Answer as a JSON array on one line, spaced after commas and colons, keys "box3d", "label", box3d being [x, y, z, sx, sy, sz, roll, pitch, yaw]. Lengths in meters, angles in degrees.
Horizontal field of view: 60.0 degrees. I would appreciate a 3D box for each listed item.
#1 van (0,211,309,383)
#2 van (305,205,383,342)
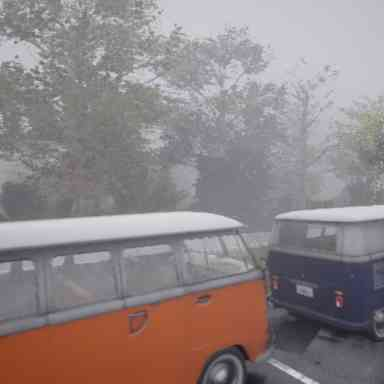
[{"box3d": [-1.085, 1.248, 3.322, 4.442, 1.987, 1.878, -1, -1, -34], "label": "van"}, {"box3d": [3.565, 1.259, 6.426, 4.442, 1.987, 1.878, -1, -1, -34], "label": "van"}]
